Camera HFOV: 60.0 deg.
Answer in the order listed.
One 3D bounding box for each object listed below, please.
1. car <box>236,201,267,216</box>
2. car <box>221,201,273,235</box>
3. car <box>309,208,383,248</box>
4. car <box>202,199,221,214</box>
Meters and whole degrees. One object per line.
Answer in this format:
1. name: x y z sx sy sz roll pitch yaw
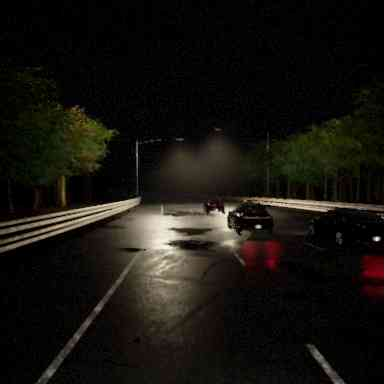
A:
1. car: 5.845 1.573 33.227 1.895 1.301 4.718 0 0 -4
2. car: 3.153 1.475 18.723 2.128 1.511 4.902 0 0 -2
3. car: 6.800 1.487 14.783 1.837 1.490 4.892 0 0 -2
4. car: 2.223 1.483 34.691 1.837 1.490 4.892 0 0 -4
